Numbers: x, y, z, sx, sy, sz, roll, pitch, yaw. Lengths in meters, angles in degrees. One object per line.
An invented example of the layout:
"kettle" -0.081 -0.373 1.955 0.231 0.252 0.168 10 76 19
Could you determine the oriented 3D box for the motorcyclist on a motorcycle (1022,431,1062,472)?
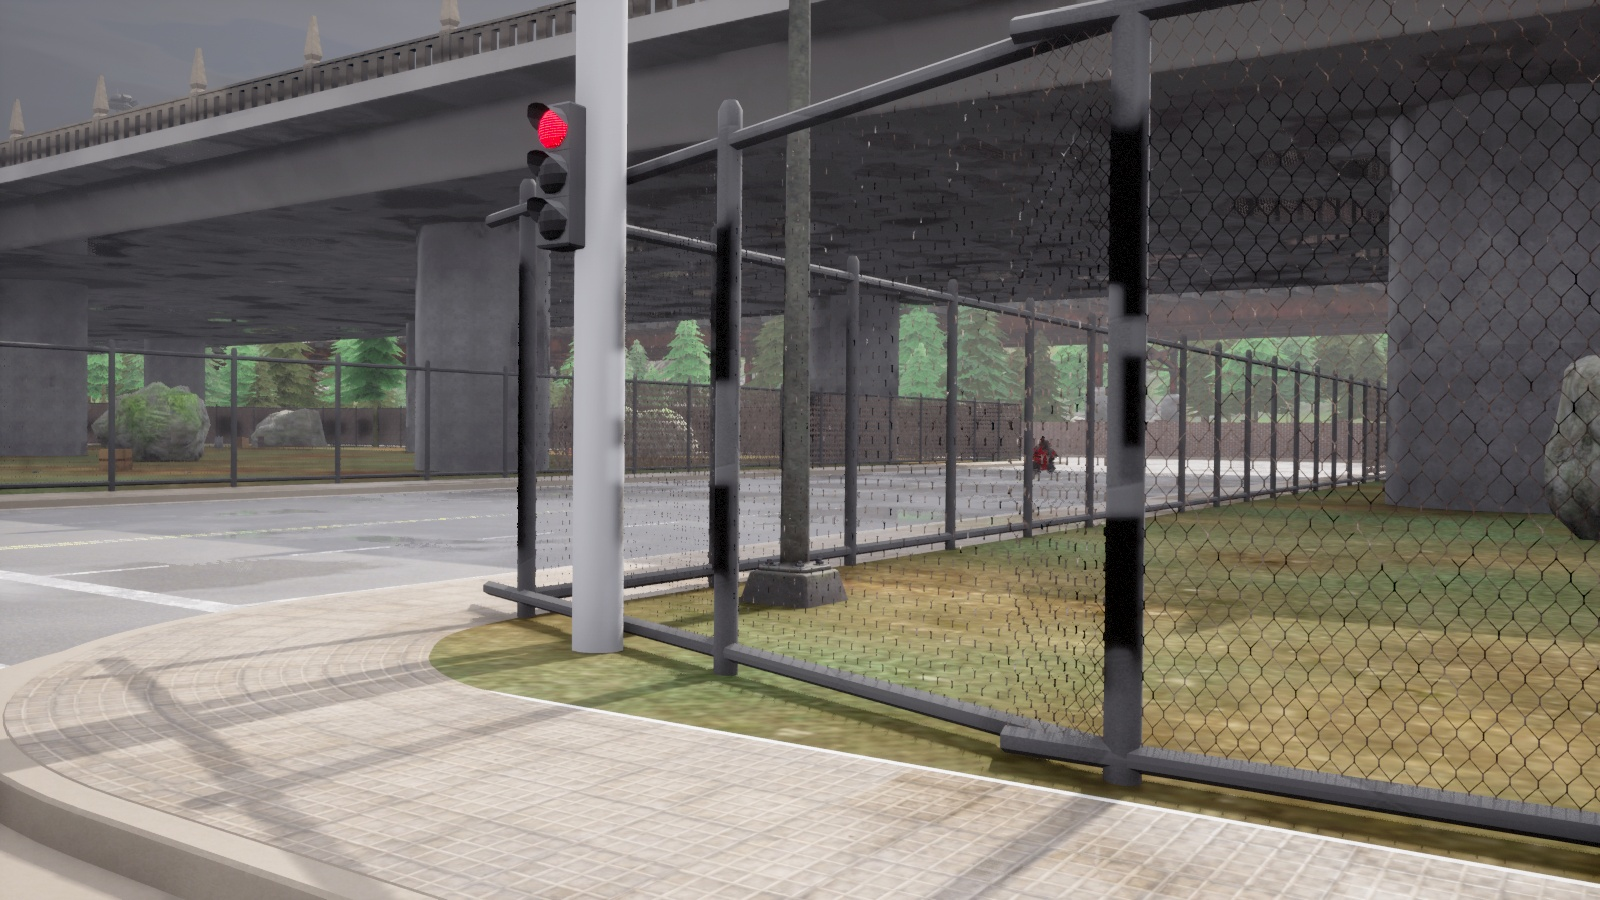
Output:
"motorcyclist on a motorcycle" 9.246 0.031 47.925 0.797 1.523 2.044 0 1 33
